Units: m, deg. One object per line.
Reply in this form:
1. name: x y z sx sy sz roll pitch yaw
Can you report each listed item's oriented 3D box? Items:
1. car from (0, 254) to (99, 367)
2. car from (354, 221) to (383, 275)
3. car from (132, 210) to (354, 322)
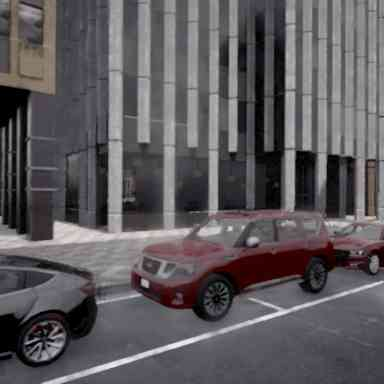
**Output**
1. car: -3.388 1.562 4.234 4.313 1.339 1.947 1 -1 -35
2. car: 5.790 1.648 10.780 4.507 1.381 1.887 1 -1 -35
3. car: 1.202 1.365 7.509 5.009 1.841 2.192 1 -1 -35
